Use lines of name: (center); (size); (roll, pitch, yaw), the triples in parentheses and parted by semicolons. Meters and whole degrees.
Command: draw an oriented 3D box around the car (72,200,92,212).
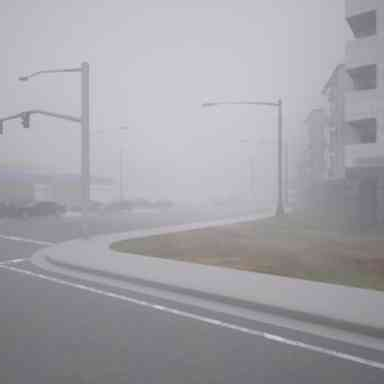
car: (-11.963, 1.615, 38.553); (1.994, 1.385, 4.181); (0, 0, 31)

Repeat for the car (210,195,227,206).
car: (4.497, 1.609, 55.830); (1.994, 1.385, 4.181); (0, 0, 5)

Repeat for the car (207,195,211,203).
car: (4.229, 1.407, 65.786); (2.097, 1.767, 4.553); (0, 0, -8)

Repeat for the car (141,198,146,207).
car: (-7.729, 1.531, 47.720); (1.882, 1.535, 5.008); (0, 0, 16)

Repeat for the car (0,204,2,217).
car: (-16.881, 1.403, 31.446); (2.097, 1.767, 4.553); (0, 0, 36)

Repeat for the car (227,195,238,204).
car: (7.678, 1.403, 66.016); (2.097, 1.767, 4.553); (0, 0, -8)

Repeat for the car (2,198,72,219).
car: (-13.761, 1.523, 29.779); (1.882, 1.535, 5.008); (0, 0, 36)

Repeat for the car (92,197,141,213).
car: (-8.448, 1.537, 37.630); (2.128, 1.511, 4.902); (0, 0, 30)

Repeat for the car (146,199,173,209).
car: (-4.304, 1.649, 46.913); (1.895, 1.301, 4.718); (0, 0, 16)
